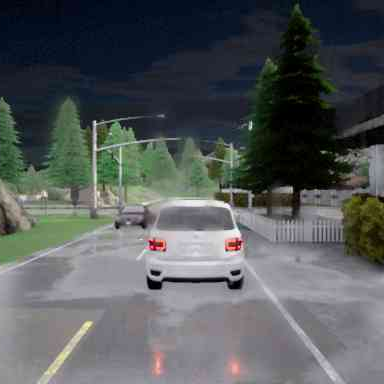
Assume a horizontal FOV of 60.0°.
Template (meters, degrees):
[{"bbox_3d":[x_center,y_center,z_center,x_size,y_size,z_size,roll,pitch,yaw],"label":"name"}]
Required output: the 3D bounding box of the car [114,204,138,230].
[{"bbox_3d":[-3.621,1.520,21.293,1.812,1.442,4.674,0,0,0],"label":"car"}]

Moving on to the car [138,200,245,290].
[{"bbox_3d":[0.063,1.219,9.234,2.150,2.045,5.566,0,0,0],"label":"car"}]

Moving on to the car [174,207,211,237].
[{"bbox_3d":[0.015,1.596,18.997,1.895,1.301,4.718,0,0,0],"label":"car"}]
